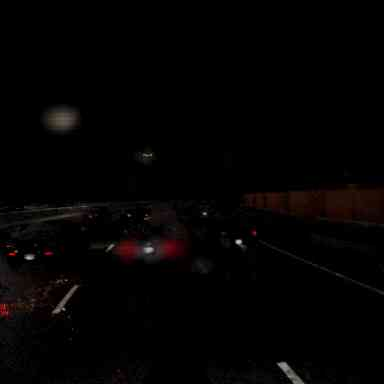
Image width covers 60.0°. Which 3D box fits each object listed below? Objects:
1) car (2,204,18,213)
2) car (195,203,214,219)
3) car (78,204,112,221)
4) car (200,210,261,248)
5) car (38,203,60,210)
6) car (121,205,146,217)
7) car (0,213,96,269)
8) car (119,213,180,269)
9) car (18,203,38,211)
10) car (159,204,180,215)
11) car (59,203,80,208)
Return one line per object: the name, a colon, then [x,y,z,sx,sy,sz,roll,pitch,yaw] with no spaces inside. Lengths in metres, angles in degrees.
car: [-28.584,2.685,53.671,1.994,1.385,4.181,-1,-1,9]
car: [1.279,1.874,33.365,1.812,1.442,4.674,-1,0,2]
car: [-9.247,2.060,32.719,1.812,1.442,4.674,-1,0,1]
car: [1.700,1.745,15.658,1.895,1.301,4.718,-1,-1,-5]
car: [-21.635,2.477,52.883,2.128,1.511,4.902,-1,-1,9]
car: [-5.737,1.998,32.963,1.812,1.442,4.674,-1,0,2]
car: [-4.990,1.753,12.069,1.812,1.442,4.674,-1,0,-6]
car: [-1.469,1.708,11.883,2.033,1.411,5.357,-1,-1,-6]
car: [-25.127,2.578,53.191,1.812,1.442,4.674,-1,-1,9]
car: [-2.237,1.936,33.170,1.812,1.442,4.674,-1,0,2]
car: [-18.252,2.476,51.775,1.994,1.385,4.181,-1,-1,9]
